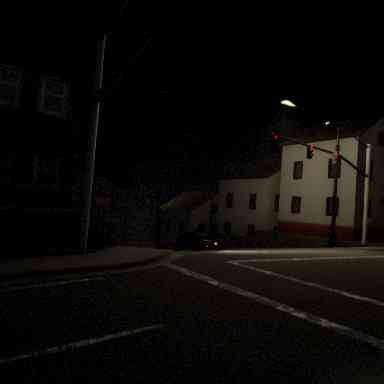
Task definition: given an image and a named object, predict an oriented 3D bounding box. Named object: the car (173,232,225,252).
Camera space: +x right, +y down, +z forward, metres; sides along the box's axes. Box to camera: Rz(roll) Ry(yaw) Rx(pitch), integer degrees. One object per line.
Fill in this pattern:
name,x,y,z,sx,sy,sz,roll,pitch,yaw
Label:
car,0.425,3.526,23.647,1.994,1.385,4.181,6,-12,-35
